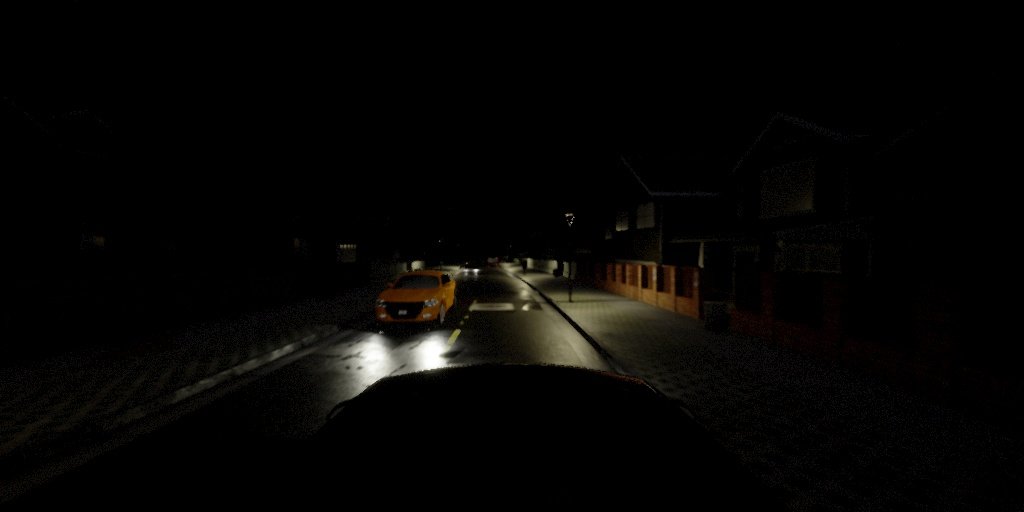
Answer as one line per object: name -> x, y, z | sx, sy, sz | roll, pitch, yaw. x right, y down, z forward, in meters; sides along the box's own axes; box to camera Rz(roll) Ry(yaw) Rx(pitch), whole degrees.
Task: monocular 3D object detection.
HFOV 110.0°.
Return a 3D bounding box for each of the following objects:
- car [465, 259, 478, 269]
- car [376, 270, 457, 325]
car -> -6.159, 1.243, 54.920 | 1.812, 1.442, 4.674 | 0, 1, -5
car -> -3.037, 1.260, 12.231 | 1.882, 1.535, 5.008 | 0, 0, -2
